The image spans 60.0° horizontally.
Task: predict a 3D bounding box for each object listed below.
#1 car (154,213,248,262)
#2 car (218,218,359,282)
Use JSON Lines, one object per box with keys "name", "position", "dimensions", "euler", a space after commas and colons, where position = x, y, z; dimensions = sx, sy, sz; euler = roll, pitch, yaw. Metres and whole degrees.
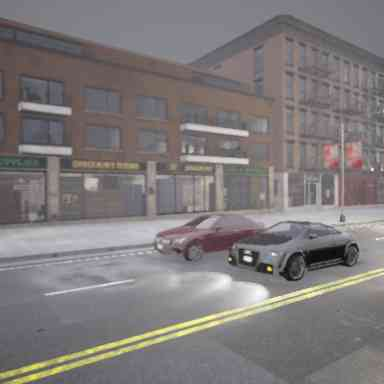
{"name": "car", "position": [0.854, 1.525, 12.256], "dimensions": [4.674, 1.442, 1.812], "euler": [0, 0, -35]}
{"name": "car", "position": [3.087, 1.563, 9.854], "dimensions": [4.181, 1.385, 1.994], "euler": [0, 0, -35]}
